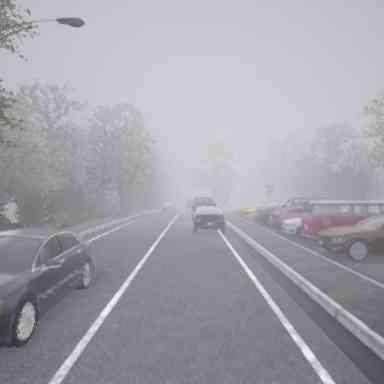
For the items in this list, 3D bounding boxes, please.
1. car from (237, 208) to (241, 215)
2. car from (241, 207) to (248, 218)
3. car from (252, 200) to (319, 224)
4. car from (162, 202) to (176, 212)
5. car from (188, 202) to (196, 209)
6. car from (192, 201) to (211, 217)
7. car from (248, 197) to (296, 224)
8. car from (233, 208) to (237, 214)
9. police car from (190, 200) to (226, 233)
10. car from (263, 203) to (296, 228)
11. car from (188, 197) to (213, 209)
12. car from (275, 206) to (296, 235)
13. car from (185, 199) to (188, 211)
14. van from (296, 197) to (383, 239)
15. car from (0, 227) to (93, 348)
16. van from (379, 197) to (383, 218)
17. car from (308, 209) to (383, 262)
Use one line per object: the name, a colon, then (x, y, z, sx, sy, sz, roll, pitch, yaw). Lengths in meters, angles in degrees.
car: (7.090, 1.705, 31.251, 4.892, 1.521, 2.231, 0, -1, 0)
car: (7.089, 1.668, 28.479, 5.008, 1.535, 2.097, 0, -1, 0)
car: (7.112, 1.514, 25.704, 4.553, 1.767, 2.185, 0, 0, 0)
car: (-3.324, 2.195, 49.447, 1.812, 1.442, 4.674, 0, -2, 0)
car: (0.003, 2.819, 71.126, 1.837, 1.490, 4.892, 0, -3, 0)
car: (0.976, 1.819, 36.570, 1.882, 1.535, 5.008, 0, -1, 0)
car: (7.051, 1.365, 22.933, 5.566, 2.045, 2.435, 0, 0, 0)
car: (6.901, 1.746, 34.020, 5.366, 1.575, 1.946, 0, -1, 0)
police car: (0.975, 1.540, 20.659, 1.930, 1.638, 5.238, 0, 0, 0)
car: (7.107, 1.625, 20.154, 4.792, 1.488, 2.163, 0, 0, 0)
car: (0.976, 1.458, 30.601, 2.150, 2.045, 5.566, 0, -1, 0)
car: (7.079, 1.615, 17.379, 4.674, 1.452, 2.002, 0, 0, 0)
car: (0.002, 2.069, 54.825, 2.150, 2.045, 5.566, 0, -2, 0)
van: (7.191, 1.328, 14.605, 4.442, 1.987, 1.878, 0, 0, 0)
car: (-3.350, 1.523, 6.397, 1.837, 1.490, 4.892, 0, 0, 0)
van: (20.282, 1.477, 31.143, 4.442, 1.987, 1.878, 0, -1, 0)
car: (7.078, 1.533, 11.827, 5.008, 1.535, 2.097, 0, 0, 0)
